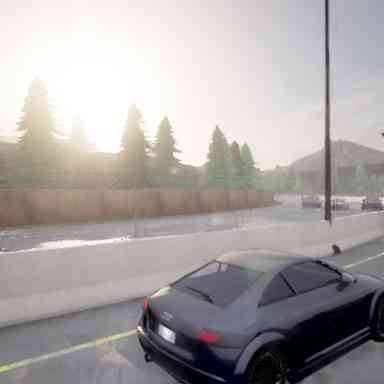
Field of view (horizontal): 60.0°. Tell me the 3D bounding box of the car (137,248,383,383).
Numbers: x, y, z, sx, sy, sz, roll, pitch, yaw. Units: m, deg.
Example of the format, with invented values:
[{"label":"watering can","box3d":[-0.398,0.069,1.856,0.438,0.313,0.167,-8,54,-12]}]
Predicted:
[{"label":"car","box3d":[1.306,1.564,4.985,4.181,1.385,1.994,0,0,-37]}]
